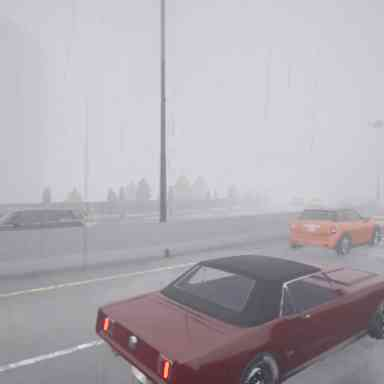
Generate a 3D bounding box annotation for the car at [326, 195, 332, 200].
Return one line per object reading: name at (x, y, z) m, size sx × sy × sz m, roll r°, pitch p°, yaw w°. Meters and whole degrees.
car at (33.027, 1.433, 81.534) m, size 1.837 × 1.490 × 4.892 m, roll 0°, pitch 0°, yaw 16°

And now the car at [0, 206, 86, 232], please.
car at (-6.369, 1.405, 12.577) m, size 4.553 × 1.767 × 2.097 m, roll 0°, pitch 0°, yaw -38°

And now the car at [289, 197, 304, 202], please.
car at (16.912, 1.629, 53.581) m, size 1.837 × 1.490 × 4.892 m, roll 0°, pitch 0°, yaw 24°

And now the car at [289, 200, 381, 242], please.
car at (5.926, 1.381, 13.590) m, size 4.553 × 1.767 × 2.097 m, roll 0°, pitch 0°, yaw -43°

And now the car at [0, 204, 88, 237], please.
car at (-8.865, 1.571, 19.468) m, size 4.902 × 1.511 × 2.128 m, roll 0°, pitch 0°, yaw -39°

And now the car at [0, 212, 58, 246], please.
car at (-8.776, 1.667, 15.066) m, size 4.718 × 1.301 × 1.895 m, roll 0°, pitch 0°, yaw -37°

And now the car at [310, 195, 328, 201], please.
car at (17.273, 1.580, 46.178) m, size 1.882 × 1.535 × 5.008 m, roll 0°, pitch 0°, yaw 27°

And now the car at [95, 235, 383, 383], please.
car at (1.195, 1.614, 4.858) m, size 4.718 × 1.301 × 1.895 m, roll 0°, pitch 0°, yaw -38°
